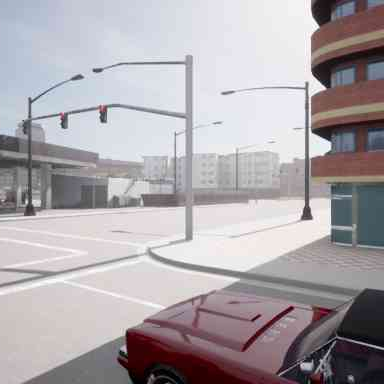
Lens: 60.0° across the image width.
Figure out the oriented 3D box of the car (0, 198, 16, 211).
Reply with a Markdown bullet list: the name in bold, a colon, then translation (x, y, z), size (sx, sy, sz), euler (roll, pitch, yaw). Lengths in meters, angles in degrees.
- **car**: translation (-22.300, 1.456, 38.828), size (3.806, 1.475, 1.970), euler (0, 0, 36)

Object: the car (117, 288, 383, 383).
- **car**: translation (1.551, 1.601, 2.867), size (4.718, 1.301, 1.895), euler (0, 0, 36)
